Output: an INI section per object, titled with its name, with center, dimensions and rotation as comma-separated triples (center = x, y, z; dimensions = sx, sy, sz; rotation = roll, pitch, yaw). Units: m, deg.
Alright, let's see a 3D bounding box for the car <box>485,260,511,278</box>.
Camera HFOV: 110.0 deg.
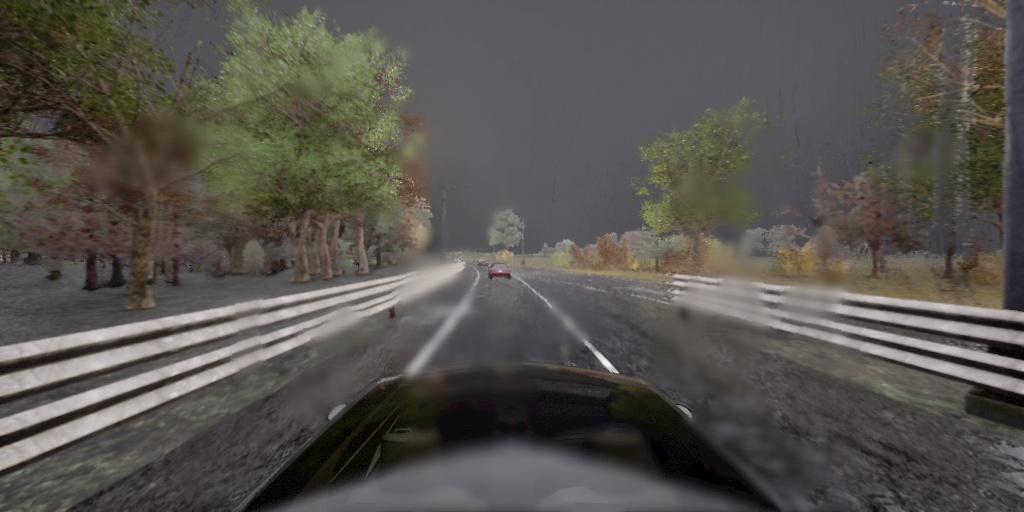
[car]
center = -1.248, 1.318, 33.887
dimensions = 1.994, 1.385, 4.181
rotation = 0, 0, -5
